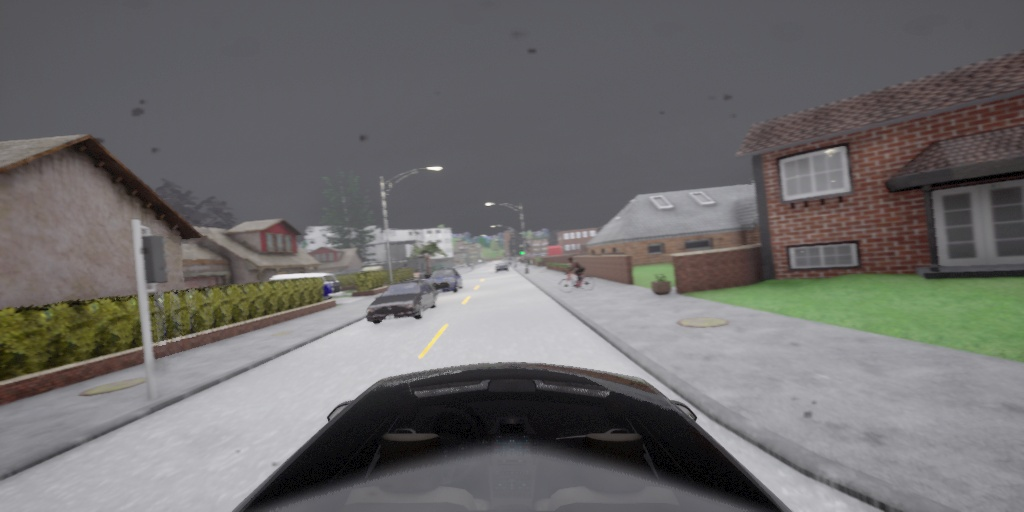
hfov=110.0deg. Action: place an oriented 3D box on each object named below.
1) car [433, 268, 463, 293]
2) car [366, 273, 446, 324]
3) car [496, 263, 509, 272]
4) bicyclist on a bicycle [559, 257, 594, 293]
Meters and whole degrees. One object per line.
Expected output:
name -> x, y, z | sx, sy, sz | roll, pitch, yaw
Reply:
car -> -4.736, 1.660, 25.243 | 2.097, 1.767, 4.553 | -6, 0, -2
car -> -4.403, 1.787, 15.234 | 2.033, 1.411, 5.357 | -6, 0, -2
car -> -1.467, 1.679, 52.946 | 1.895, 1.301, 4.718 | -6, 0, -2
bicyclist on a bicycle -> 2.905, 0.853, 16.414 | 1.656, 1.620, 0.582 | -6, 0, -2
